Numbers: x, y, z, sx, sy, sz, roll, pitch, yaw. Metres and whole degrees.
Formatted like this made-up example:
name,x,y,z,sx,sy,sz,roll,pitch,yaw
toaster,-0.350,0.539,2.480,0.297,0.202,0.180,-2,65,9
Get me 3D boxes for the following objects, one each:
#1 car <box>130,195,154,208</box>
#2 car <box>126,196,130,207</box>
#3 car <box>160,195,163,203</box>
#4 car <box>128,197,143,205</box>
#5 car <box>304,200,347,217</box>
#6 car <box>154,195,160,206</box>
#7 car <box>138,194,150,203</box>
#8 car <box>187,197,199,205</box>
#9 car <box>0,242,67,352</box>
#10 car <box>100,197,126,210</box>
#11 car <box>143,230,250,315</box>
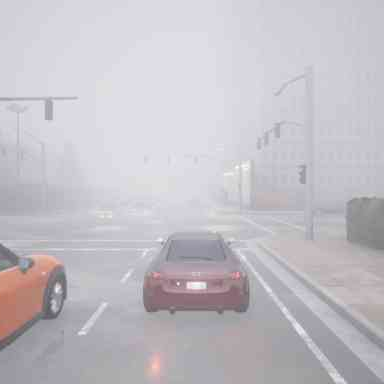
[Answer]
name,x,y,z,sx,sy,sz,roll,pitch,yaw
car,-7.024,1.350,47.109,2.097,1.767,4.553,0,0,0
car,-10.521,1.476,52.659,1.882,1.535,5.008,0,0,0
car,-6.939,1.350,66.130,2.097,1.767,4.553,0,0,1
car,-10.476,1.599,61.959,1.895,1.301,4.718,0,0,0
car,13.134,1.546,31.430,4.902,1.511,2.128,0,0,0
car,-7.009,1.503,56.052,1.837,1.490,4.892,0,0,0
car,-10.406,1.353,72.289,2.097,1.767,4.553,0,0,0
car,0.184,1.562,59.176,1.994,1.385,4.181,0,0,0
car,-3.434,1.352,4.506,2.097,1.767,4.553,0,0,1
car,-10.546,1.490,43.510,2.128,1.511,4.902,0,0,1
car,0.087,1.564,7.680,1.994,1.385,4.181,0,0,0
